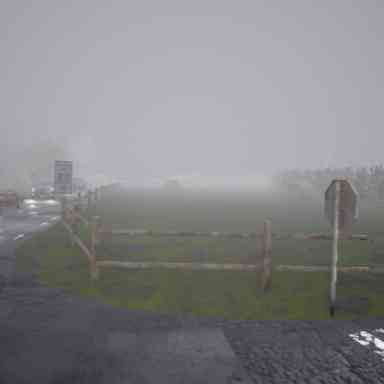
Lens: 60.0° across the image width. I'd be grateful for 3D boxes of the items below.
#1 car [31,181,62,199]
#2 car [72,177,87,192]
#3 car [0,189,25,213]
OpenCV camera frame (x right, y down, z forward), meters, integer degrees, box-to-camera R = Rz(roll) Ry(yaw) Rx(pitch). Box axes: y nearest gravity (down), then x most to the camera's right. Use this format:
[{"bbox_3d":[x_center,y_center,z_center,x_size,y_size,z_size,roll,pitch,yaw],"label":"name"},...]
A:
[{"bbox_3d":[-13.896,-0.289,32.156,2.097,1.767,4.553,1,2,-10],"label":"car"},{"bbox_3d":[-16.372,-1.102,47.541,2.150,2.045,5.566,1,2,-9],"label":"car"},{"bbox_3d":[-11.951,0.488,20.421,1.895,1.301,4.718,1,2,-9],"label":"car"}]
